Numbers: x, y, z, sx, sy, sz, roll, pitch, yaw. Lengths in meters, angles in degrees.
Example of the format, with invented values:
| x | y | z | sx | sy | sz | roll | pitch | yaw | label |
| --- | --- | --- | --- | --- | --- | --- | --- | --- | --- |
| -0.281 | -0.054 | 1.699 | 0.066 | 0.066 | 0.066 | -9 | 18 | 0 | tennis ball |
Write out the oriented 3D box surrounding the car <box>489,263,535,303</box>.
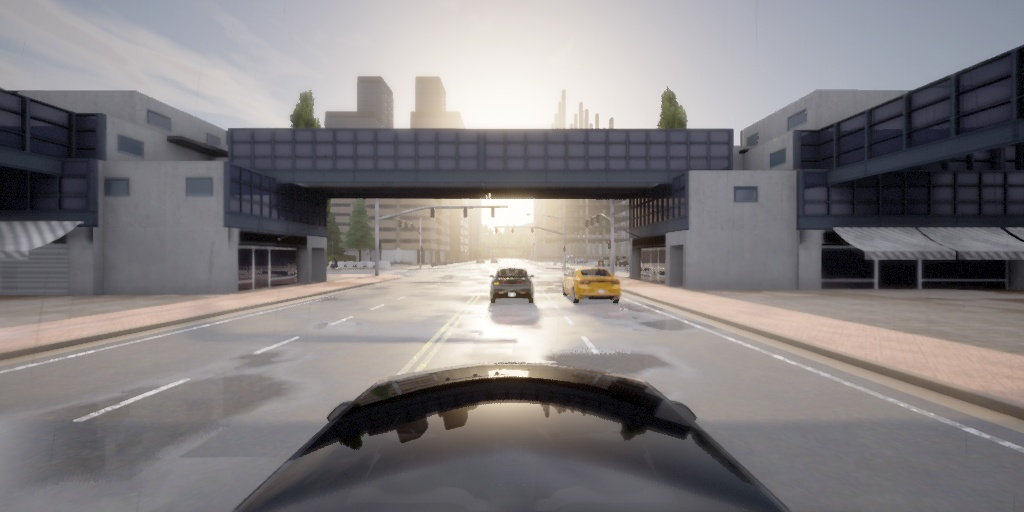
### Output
| x | y | z | sx | sy | sz | roll | pitch | yaw | label |
| --- | --- | --- | --- | --- | --- | --- | --- | --- | --- |
| 0.000 | 1.265 | 16.500 | 1.837 | 1.490 | 4.892 | 0 | 0 | 0 | car |

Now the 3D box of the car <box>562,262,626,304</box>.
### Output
| x | y | z | sx | sy | sz | roll | pitch | yaw | label |
| --- | --- | --- | --- | --- | --- | --- | --- | --- | --- |
| 3.500 | 1.234 | 16.500 | 1.882 | 1.535 | 5.008 | 0 | 0 | 0 | car |

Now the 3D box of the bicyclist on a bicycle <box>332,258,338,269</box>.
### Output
| x | y | z | sx | sy | sz | roll | pitch | yaw | label |
| --- | --- | --- | --- | --- | --- | --- | --- | --- | --- |
| -26.008 | 1.049 | 52.725 | 0.582 | 1.620 | 1.656 | 0 | 0 | 0 | bicyclist on a bicycle |
